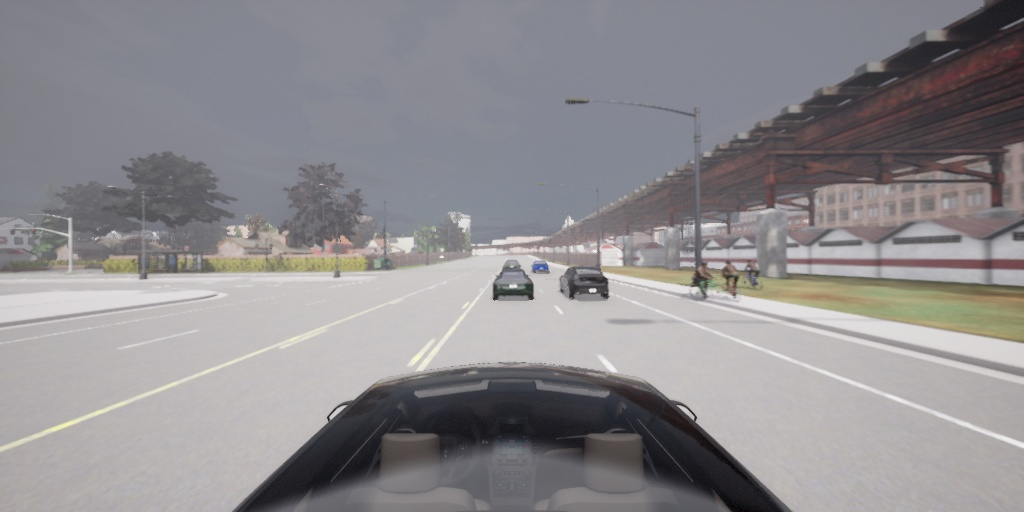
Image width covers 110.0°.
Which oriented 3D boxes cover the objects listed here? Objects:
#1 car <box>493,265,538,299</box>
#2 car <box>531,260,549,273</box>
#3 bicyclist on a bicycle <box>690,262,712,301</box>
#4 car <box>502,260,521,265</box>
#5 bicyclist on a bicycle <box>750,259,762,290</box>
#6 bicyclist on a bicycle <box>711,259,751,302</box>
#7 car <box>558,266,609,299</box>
[{"bbox_3d":[0.057,1.351,18.357,1.994,1.385,4.181,0,0,0],"label":"car"},{"bbox_3d":[3.483,1.297,44.870,1.882,1.535,5.008,0,0,0],"label":"car"},{"bbox_3d":[8.095,1.089,15.044,0.582,1.620,1.656,-13,-1,-27],"label":"bicyclist on a bicycle"},{"bbox_3d":[-0.003,1.189,40.575,2.097,1.767,4.553,0,0,0],"label":"car"},{"bbox_3d":[12.732,0.990,19.084,0.582,1.620,1.656,0,0,-1],"label":"bicyclist on a bicycle"},{"bbox_3d":[8.768,0.995,14.414,0.582,1.620,1.656,-2,0,9],"label":"bicyclist on a bicycle"},{"bbox_3d":[3.560,1.265,18.290,1.837,1.490,4.892,0,0,0],"label":"car"}]
